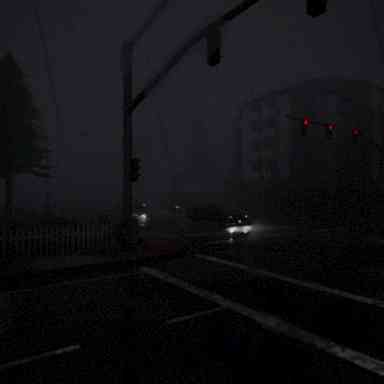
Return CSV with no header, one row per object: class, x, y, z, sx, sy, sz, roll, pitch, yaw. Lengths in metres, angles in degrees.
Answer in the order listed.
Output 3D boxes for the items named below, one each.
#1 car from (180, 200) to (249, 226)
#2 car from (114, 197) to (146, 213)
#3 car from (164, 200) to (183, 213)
car,1.635,1.543,23.996,2.033,1.411,5.357,0,0,-34
car,-6.849,1.348,36.594,2.097,1.767,4.553,0,0,-34
car,-0.953,1.542,34.446,2.033,1.411,5.357,0,0,-34
